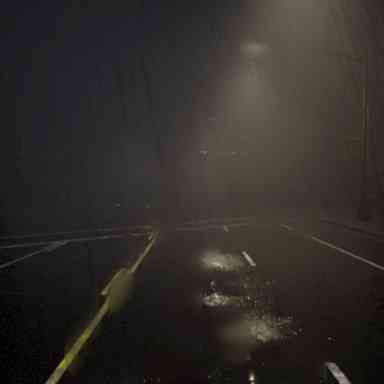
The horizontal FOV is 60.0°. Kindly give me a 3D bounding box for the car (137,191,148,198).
[{"bbox_3d":[-10.343,0.534,70.420,1.812,1.442,4.674,0,0,0],"label":"car"}]

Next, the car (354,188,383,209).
[{"bbox_3d":[19.215,0.608,33.099,5.566,2.045,2.150,0,1,1],"label":"car"}]

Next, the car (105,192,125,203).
[{"bbox_3d":[-10.396,0.739,45.342,1.882,1.535,5.008,0,2,0],"label":"car"}]
